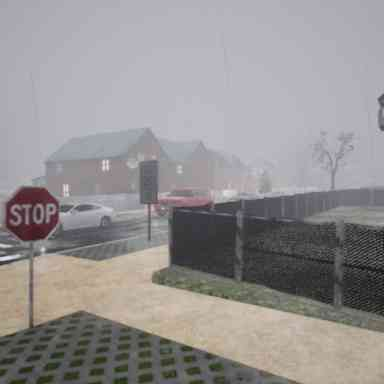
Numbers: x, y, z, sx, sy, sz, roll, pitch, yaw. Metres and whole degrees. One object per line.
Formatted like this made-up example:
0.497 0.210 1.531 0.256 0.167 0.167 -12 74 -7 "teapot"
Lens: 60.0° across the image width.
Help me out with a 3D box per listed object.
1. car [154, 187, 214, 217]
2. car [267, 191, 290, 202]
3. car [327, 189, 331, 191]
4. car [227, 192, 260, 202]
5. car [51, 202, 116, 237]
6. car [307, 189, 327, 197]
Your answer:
-0.426 0.697 24.770 2.150 2.045 5.566 0 1 34 "car"
10.939 0.563 41.841 1.994 1.385 4.181 0 1 34 "car"
21.843 0.230 53.050 1.994 1.385 4.181 0 1 34 "car"
5.210 0.727 33.254 2.128 1.511 4.902 0 1 34 "car"
-5.899 1.236 16.613 1.812 1.442 4.674 0 1 36 "car"
16.320 0.407 44.704 1.812 1.442 4.674 0 1 33 "car"
